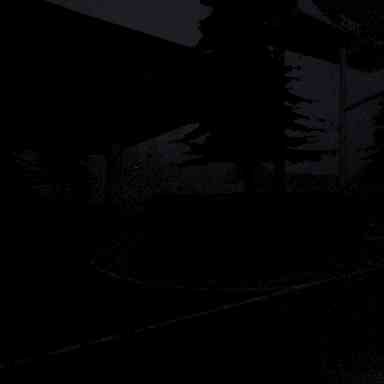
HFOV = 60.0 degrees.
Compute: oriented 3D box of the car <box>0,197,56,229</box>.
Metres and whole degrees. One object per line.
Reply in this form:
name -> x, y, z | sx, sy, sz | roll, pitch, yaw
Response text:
car -> -11.852, 1.313, 23.562 | 3.866, 1.878, 1.905 | 0, 0, -36
